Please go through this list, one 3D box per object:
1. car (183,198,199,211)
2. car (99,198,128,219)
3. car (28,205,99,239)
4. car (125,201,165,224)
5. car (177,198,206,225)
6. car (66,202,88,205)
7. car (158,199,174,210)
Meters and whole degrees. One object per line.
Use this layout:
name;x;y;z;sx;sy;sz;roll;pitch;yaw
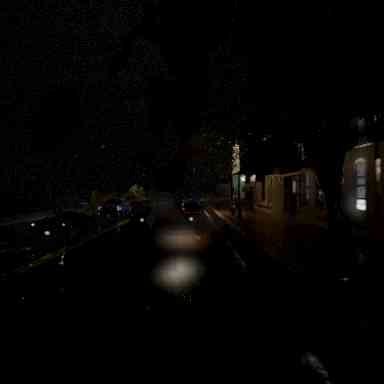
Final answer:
car;-0.074;1.454;39.850;1.812;1.442;4.674;0;0;0
car;-6.666;1.312;28.796;2.097;1.767;4.553;0;0;0
car;-6.623;1.578;17.468;1.895;1.301;4.718;0;0;0
car;-3.296;1.562;24.250;1.895;1.301;4.718;0;0;0
car;-0.040;1.465;23.848;1.837;1.490;4.892;0;1;0
car;-9.917;1.562;28.212;1.895;1.301;4.718;0;0;0
car;-3.325;1.495;40.691;1.994;1.385;4.181;0;0;0
